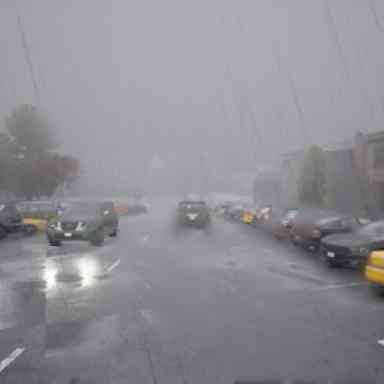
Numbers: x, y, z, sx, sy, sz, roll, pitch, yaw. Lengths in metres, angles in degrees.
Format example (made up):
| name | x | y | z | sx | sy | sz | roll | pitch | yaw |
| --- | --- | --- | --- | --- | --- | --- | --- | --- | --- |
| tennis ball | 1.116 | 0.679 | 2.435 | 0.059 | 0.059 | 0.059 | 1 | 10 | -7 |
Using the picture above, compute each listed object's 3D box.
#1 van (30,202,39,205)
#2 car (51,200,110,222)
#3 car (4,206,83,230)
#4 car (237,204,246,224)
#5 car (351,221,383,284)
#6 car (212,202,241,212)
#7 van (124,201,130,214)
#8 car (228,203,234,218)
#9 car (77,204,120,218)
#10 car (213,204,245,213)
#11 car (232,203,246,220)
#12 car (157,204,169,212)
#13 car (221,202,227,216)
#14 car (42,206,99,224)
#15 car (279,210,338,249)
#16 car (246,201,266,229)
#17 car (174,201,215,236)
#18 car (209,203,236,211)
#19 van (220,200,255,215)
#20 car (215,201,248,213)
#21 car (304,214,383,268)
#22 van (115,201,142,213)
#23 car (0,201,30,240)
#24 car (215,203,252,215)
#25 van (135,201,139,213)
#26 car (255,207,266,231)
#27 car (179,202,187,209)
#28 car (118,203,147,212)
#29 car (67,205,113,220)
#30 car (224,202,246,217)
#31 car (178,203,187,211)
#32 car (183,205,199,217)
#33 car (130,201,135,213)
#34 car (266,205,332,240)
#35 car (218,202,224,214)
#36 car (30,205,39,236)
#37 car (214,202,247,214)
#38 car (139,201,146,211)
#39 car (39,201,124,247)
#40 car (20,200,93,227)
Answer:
| name | x | y | z | sx | sy | sz | roll | pitch | yaw |
| --- | --- | --- | --- | --- | --- | --- | --- | --- | --- |
| van | -11.577 | 1.654 | 22.572 | 4.442 | 1.987 | 1.878 | 0 | -1 | -20 |
| car | -11.530 | 1.930 | 34.611 | 5.566 | 2.045 | 2.435 | 0 | -1 | -20 |
| car | -11.311 | 1.950 | 25.671 | 5.366 | 1.575 | 1.946 | 0 | -2 | -20 |
| car | 6.324 | 1.904 | 25.245 | 5.008 | 1.535 | 2.097 | 1 | -2 | -20 |
| car | 6.583 | 1.557 | 7.706 | 5.366 | 1.575 | 1.946 | 1 | -1 | -20 |
| car | 5.933 | 2.582 | 57.572 | 4.553 | 1.767 | 2.185 | 1 | -2 | -21 |
| van | -11.473 | 2.259 | 46.609 | 4.442 | 1.987 | 1.878 | 0 | -1 | -19 |
| car | 6.279 | 2.051 | 31.113 | 4.892 | 1.521 | 2.231 | 1 | -2 | -20 |
| car | -11.457 | 2.334 | 40.638 | 4.892 | 1.521 | 2.231 | 0 | -2 | -19 |
| car | 6.032 | 2.665 | 54.640 | 4.792 | 1.488 | 2.163 | 1 | -2 | -21 |
| car | 6.300 | 1.978 | 28.181 | 4.892 | 1.521 | 2.231 | 1 | -2 | -20 |
| car | -5.162 | 2.812 | 58.949 | 1.812 | 1.442 | 4.674 | 0 | -1 | 1 |
| car | 6.201 | 2.225 | 36.972 | 4.792 | 1.488 | 2.163 | 1 | -1 | -20 |
| car | -11.507 | 2.106 | 31.602 | 4.892 | 1.521 | 2.231 | 0 | -1 | -20 |
| car | 6.386 | 1.650 | 13.509 | 5.008 | 1.535 | 2.097 | 1 | -1 | -20 |
| car | 6.320 | 1.708 | 22.307 | 4.553 | 1.767 | 2.185 | 1 | -2 | -20 |
| car | 0.029 | 1.556 | 20.901 | 2.150 | 2.045 | 5.566 | 0 | -1 | 0 |
| car | 5.869 | 2.895 | 63.473 | 4.674 | 1.452 | 2.002 | 1 | -1 | -21 |
| van | 6.241 | 2.192 | 45.836 | 4.442 | 1.987 | 1.878 | 1 | -2 | -21 |
| car | 5.990 | 2.335 | 42.786 | 5.366 | 1.575 | 1.946 | 1 | -1 | -21 |
| car | 6.408 | 1.602 | 10.578 | 5.008 | 1.535 | 2.097 | 1 | -1 | -20 |
| van | -11.252 | 2.561 | 58.609 | 4.442 | 1.987 | 1.878 | 0 | -1 | -19 |
| car | -11.461 | 1.493 | 16.616 | 5.566 | 2.045 | 2.435 | 0 | -1 | -20 |
| car | 6.097 | 2.488 | 48.729 | 5.008 | 1.535 | 2.097 | 1 | -1 | -21 |
| van | -11.147 | 2.409 | 52.696 | 4.442 | 1.987 | 1.878 | 0 | -2 | -19 |
| car | 6.370 | 1.807 | 19.371 | 4.674 | 1.452 | 2.002 | 1 | -1 | -20 |
| car | -2.015 | 3.029 | 74.441 | 1.812 | 1.442 | 4.674 | 0 | 0 | -1 |
| car | -11.078 | 2.862 | 61.640 | 5.008 | 1.535 | 2.097 | 0 | -1 | -19 |
| car | -11.504 | 2.287 | 37.618 | 4.792 | 1.488 | 2.163 | 0 | -1 | -20 |
| car | 6.266 | 2.123 | 34.046 | 5.008 | 1.535 | 2.097 | 1 | -1 | -20 |
| car | -1.833 | 2.935 | 64.975 | 1.837 | 1.490 | 4.892 | 0 | -2 | -1 |
| car | -0.127 | 2.366 | 42.277 | 1.837 | 1.490 | 4.892 | 0 | -2 | 0 |
| car | -11.280 | 2.434 | 49.659 | 4.553 | 1.767 | 2.185 | 0 | -1 | -19 |
| car | 6.351 | 1.580 | 16.442 | 4.553 | 1.767 | 2.185 | 1 | -2 | -20 |
| car | 6.206 | 2.269 | 39.917 | 5.008 | 1.535 | 2.097 | 1 | -1 | -21 |
| car | -11.273 | 1.805 | 19.680 | 5.366 | 1.575 | 1.946 | 0 | -1 | -20 |
| car | 6.020 | 2.435 | 51.675 | 4.553 | 1.767 | 2.185 | 1 | -2 | -21 |
| car | -11.174 | 2.460 | 55.666 | 5.566 | 2.045 | 2.435 | 0 | -2 | -19 |
| car | -5.139 | 1.462 | 16.536 | 2.150 | 2.045 | 5.566 | 0 | -1 | 0 |
| car | -11.531 | 1.778 | 28.594 | 5.566 | 2.045 | 2.435 | 0 | -1 | -20 |
